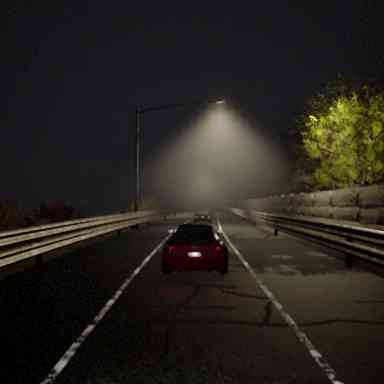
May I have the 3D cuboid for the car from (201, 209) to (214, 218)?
[{"bbox_3d":[2.446,3.293,51.647,1.895,1.301,4.718,0,-2,4],"label":"car"}]

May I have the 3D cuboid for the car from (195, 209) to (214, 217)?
[{"bbox_3d":[1.239,2.632,35.429,2.033,1.411,5.357,0,-2,4],"label":"car"}]

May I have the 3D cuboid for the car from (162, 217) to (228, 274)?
[{"bbox_3d":[0.121,1.767,11.290,1.994,1.385,4.181,0,-1,1],"label":"car"}]
